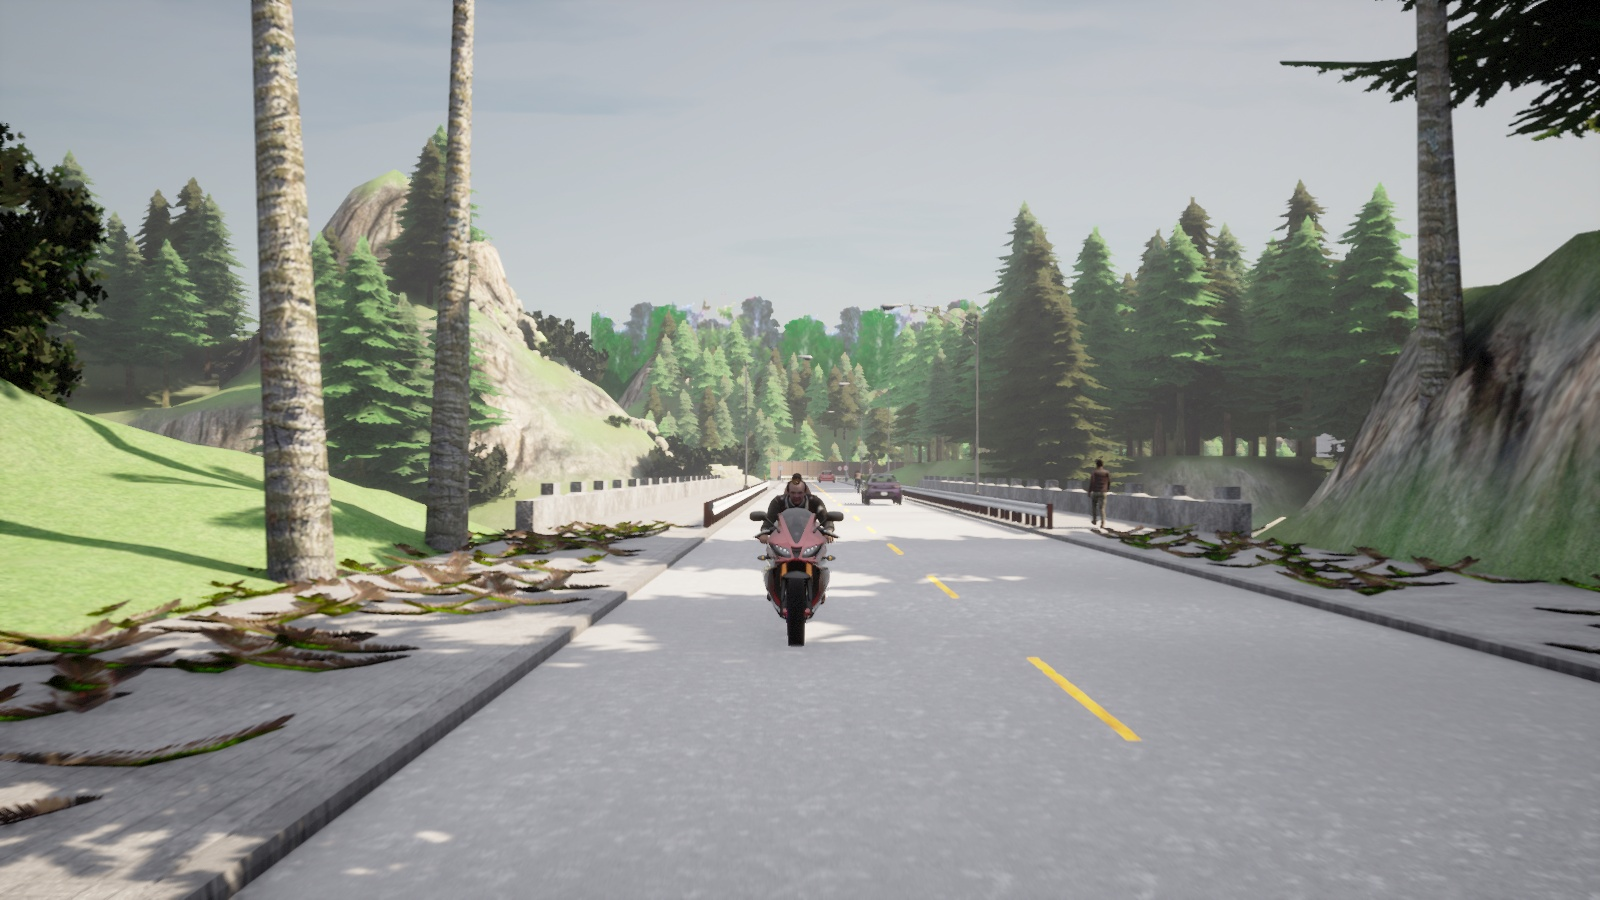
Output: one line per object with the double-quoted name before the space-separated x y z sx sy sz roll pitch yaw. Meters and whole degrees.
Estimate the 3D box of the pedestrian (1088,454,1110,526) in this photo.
"pedestrian" 7.772 1.041 32.689 0.431 1.840 0.703 0 -1 3

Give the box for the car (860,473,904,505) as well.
"car" 3.872 1.815 59.906 1.816 1.474 4.193 0 -1 0

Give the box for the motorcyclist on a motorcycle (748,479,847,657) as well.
"motorcyclist on a motorcycle" -0.025 1.051 12.057 0.866 1.530 2.191 0 -1 0
